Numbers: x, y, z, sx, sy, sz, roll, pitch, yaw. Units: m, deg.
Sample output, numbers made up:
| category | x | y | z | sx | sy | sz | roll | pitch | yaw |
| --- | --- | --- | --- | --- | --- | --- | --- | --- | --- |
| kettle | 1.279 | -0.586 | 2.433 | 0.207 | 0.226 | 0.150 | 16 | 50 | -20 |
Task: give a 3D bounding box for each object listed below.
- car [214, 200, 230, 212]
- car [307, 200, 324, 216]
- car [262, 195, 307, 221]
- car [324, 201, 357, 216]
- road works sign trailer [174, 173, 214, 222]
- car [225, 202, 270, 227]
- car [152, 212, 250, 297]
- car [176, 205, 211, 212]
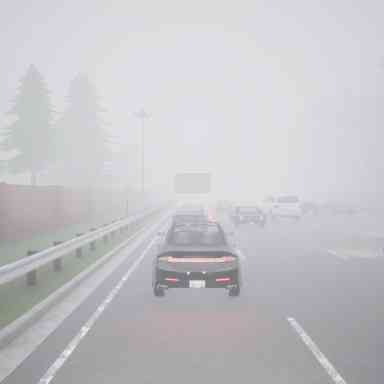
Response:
| category | x | y | z | sx | sy | sz | roll | pitch | yaw |
| --- | --- | --- | --- | --- | --- | --- | --- | --- | --- |
| car | 3.603 | 1.563 | 37.494 | 1.994 | 1.385 | 4.181 | 0 | 0 | 0 |
| car | 10.602 | 1.504 | 32.098 | 1.837 | 1.490 | 4.892 | 0 | 0 | 0 |
| car | 7.101 | 1.223 | 26.923 | 2.150 | 2.045 | 5.566 | 0 | 0 | 0 |
| car | 14.101 | 1.547 | 32.528 | 2.033 | 1.411 | 5.357 | 0 | 0 | 0 |
| road works sign trailer | 0.066 | 0.464 | 22.955 | 2.380 | 3.560 | 2.880 | 0 | 0 | -1 |
| car | 3.602 | 1.600 | 22.384 | 1.895 | 1.301 | 4.718 | 0 | 0 | 0 |
| car | 0.101 | 1.491 | 8.589 | 2.128 | 1.511 | 4.902 | 0 | 0 | 0 |
| car | 0.027 | 1.474 | 19.036 | 1.882 | 1.535 | 5.008 | 0 | 0 | 5 |
